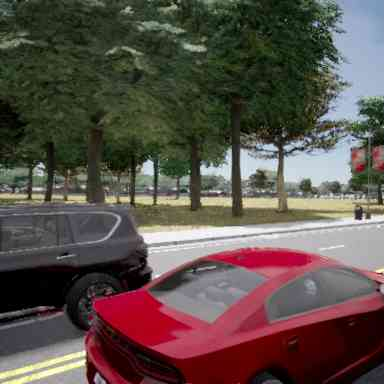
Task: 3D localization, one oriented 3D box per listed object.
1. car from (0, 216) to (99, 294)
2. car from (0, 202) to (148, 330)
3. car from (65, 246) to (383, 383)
[{"bbox_3d":[-5.030,1.492,8.081,4.902,1.511,2.128,0,0,-35],"label":"car"},{"bbox_3d":[-3.346,1.221,5.290,5.566,2.045,2.150,0,0,-35],"label":"car"},{"bbox_3d":[1.226,1.482,4.313,5.008,1.535,1.882,0,0,-36],"label":"car"}]
